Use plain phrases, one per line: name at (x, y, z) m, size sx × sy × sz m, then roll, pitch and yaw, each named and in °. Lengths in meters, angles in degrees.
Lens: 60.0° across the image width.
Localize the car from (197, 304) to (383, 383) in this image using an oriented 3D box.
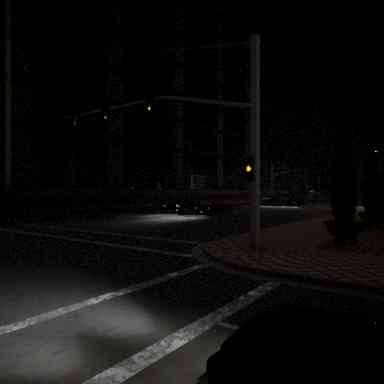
car at (2.379, 1.601, 2.282) m, size 4.718 × 1.301 × 1.895 m, roll 0°, pitch 0°, yaw 35°

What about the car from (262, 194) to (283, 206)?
car at (13.433, 1.534, 54.387) m, size 2.033 × 1.411 × 5.357 m, roll 0°, pitch 0°, yaw 36°

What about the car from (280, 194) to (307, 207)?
car at (16.022, 1.496, 52.002) m, size 1.837 × 1.490 × 4.892 m, roll 0°, pitch -1°, yaw 36°

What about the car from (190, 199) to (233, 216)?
car at (2.184, 1.589, 33.011) m, size 1.895 × 1.301 × 4.718 m, roll 0°, pitch 0°, yaw 36°

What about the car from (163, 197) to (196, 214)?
car at (-0.936, 1.338, 34.665) m, size 2.097 × 1.767 × 4.553 m, roll 0°, pitch 0°, yaw 36°
